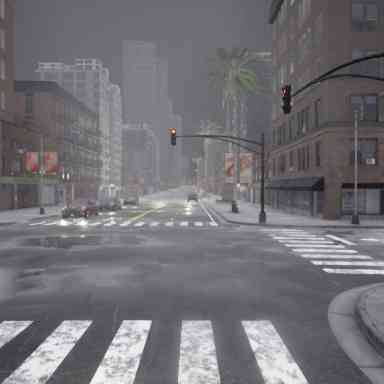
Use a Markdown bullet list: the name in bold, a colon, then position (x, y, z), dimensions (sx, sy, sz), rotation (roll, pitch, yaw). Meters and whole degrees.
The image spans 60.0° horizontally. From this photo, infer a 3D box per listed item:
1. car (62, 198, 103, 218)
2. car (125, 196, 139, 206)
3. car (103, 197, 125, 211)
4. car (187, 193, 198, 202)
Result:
- **car**: position (-9.828, 1.345, 29.579), dimensions (2.097, 1.767, 4.553), rotation (0, 0, 0)
- **car**: position (-9.780, 1.453, 53.529), dimensions (1.882, 1.535, 5.008), rotation (0, 0, 0)
- **car**: position (-9.809, 1.342, 39.409), dimensions (2.097, 1.767, 4.553), rotation (0, 0, 0)
- **car**: position (0.133, 1.163, 71.935), dimensions (2.150, 2.045, 5.566), rotation (0, 0, 0)
